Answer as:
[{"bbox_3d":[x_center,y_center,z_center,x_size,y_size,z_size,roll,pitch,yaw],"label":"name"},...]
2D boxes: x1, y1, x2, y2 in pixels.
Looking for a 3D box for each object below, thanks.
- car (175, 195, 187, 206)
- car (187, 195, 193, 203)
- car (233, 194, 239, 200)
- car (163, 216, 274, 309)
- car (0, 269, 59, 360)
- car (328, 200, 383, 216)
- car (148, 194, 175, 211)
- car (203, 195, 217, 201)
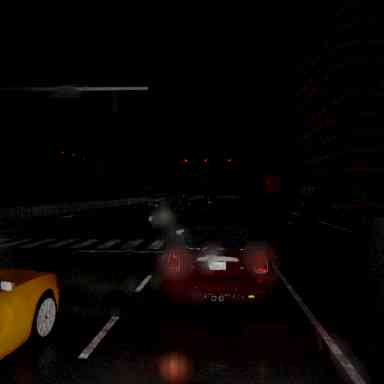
[{"bbox_3d":[-2.565,1.351,56.465,2.097,1.767,4.553,0,0,5],"label":"car"},{"bbox_3d":[-1.040,1.478,70.457,1.882,1.535,5.008,0,0,10],"label":"car"},{"bbox_3d":[13.195,1.355,89.782,4.553,1.767,2.097,0,0,-45],"label":"car"},{"bbox_3d":[0.656,1.352,8.121,2.097,1.767,4.553,0,0,5],"label":"car"},{"bbox_3d":[-3.262,1.478,3.519,1.882,1.535,5.008,0,0,5],"label":"car"},{"bbox_3d":[16.342,1.533,33.425,5.008,1.535,1.882,0,0,5],"label":"car"},{"bbox_3d":[-3.861,1.228,40.984,2.150,2.045,5.566,0,0,5],"label":"car"},{"bbox_3d":[4.637,1.492,84.680,1.837,1.490,4.892,0,0,31],"label":"car"}]
